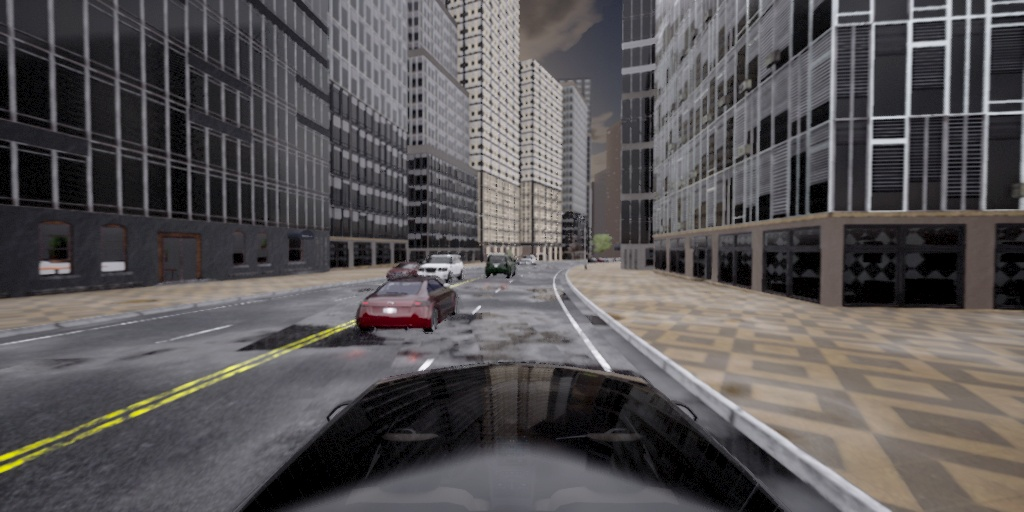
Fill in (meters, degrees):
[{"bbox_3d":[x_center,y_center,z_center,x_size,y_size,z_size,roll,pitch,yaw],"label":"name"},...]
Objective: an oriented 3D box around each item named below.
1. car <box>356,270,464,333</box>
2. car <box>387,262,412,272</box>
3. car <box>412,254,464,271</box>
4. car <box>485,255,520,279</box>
[{"bbox_3d":[-2.878,1.287,10.683,1.994,1.385,4.181,0,0,2],"label":"car"},{"bbox_3d":[-8.194,1.193,28.234,1.812,1.442,4.674,0,0,7],"label":"car"},{"bbox_3d":[-5.127,0.904,26.594,2.150,2.045,5.566,0,0,6],"label":"car"},{"bbox_3d":[-0.939,0.908,32.373,2.150,2.045,5.566,0,0,8],"label":"car"}]
